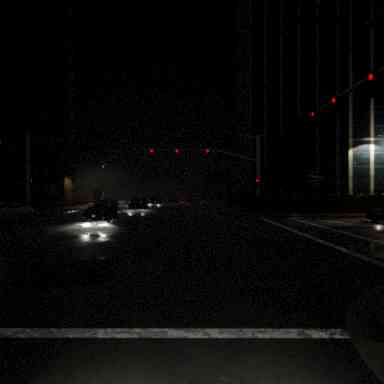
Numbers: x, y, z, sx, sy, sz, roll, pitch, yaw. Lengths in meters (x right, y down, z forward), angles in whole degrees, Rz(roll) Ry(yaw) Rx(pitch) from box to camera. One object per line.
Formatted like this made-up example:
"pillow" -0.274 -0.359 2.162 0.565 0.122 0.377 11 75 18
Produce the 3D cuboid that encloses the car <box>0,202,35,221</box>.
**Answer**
"car" -14.581 1.525 25.542 4.674 1.442 1.812 0 1 -45

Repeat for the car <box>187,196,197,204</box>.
"car" -0.065 1.525 64.979 1.812 1.442 4.674 0 0 0

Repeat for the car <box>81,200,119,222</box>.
"car" -7.124 1.563 26.042 1.994 1.385 4.181 0 0 0

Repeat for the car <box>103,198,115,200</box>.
"car" -10.620 1.525 42.494 1.812 1.442 4.674 0 0 0

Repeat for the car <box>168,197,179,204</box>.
"car" -3.566 1.600 65.546 1.895 1.301 4.718 0 0 0

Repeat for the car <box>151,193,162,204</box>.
"car" -7.068 1.206 64.881 2.150 2.045 5.566 0 0 0

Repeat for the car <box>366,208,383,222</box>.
"car" 15.459 1.477 24.352 5.008 1.535 1.882 0 0 -1

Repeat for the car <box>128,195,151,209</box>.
"car" -7.141 1.351 44.085 2.097 1.767 4.553 0 0 0

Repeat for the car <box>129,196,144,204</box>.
"car" -10.575 1.492 63.894 2.128 1.511 4.902 0 0 0
